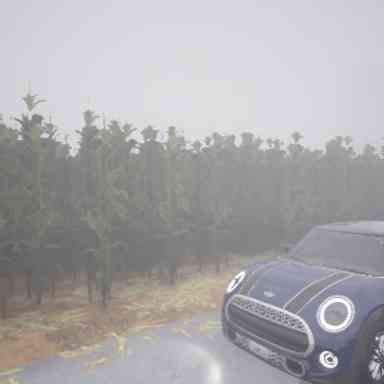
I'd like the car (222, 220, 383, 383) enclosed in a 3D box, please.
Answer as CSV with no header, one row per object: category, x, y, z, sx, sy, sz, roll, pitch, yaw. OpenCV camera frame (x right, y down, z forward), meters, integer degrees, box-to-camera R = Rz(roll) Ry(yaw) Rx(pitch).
car,2.643,1.305,5.349,4.553,1.767,2.097,-1,0,-35
